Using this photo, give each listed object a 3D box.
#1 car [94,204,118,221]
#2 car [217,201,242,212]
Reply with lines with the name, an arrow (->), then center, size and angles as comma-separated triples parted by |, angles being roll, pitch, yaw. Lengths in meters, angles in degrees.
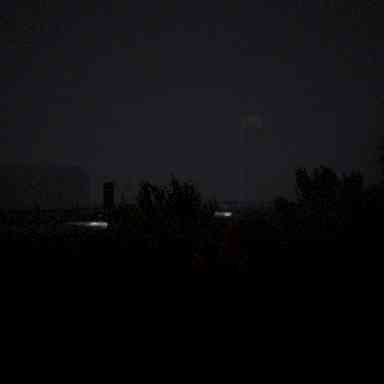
car -> -6.276, 1.749, 28.331 | 1.994, 1.385, 4.181 | 0, 0, 34
car -> 4.961, 1.889, 44.036 | 1.812, 1.442, 4.674 | 0, 0, 37
